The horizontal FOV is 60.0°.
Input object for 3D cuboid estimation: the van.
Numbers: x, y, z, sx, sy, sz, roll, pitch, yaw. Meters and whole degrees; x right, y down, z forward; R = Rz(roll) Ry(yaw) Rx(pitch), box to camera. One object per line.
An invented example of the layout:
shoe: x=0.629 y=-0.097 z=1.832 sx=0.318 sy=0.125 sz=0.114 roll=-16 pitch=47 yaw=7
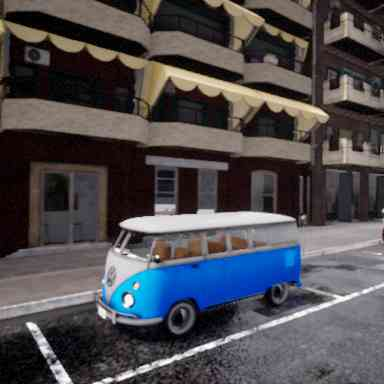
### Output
van: x=0.341 y=1.318 z=6.314 sx=3.998 sy=1.788 sz=1.690 roll=0 pitch=2 yaw=-35

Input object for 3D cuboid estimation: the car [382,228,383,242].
car: x=9.345 y=1.228 z=12.737 sx=5.009 sy=1.841 sz=2.192 roll=0 pitch=2 yaw=-35
